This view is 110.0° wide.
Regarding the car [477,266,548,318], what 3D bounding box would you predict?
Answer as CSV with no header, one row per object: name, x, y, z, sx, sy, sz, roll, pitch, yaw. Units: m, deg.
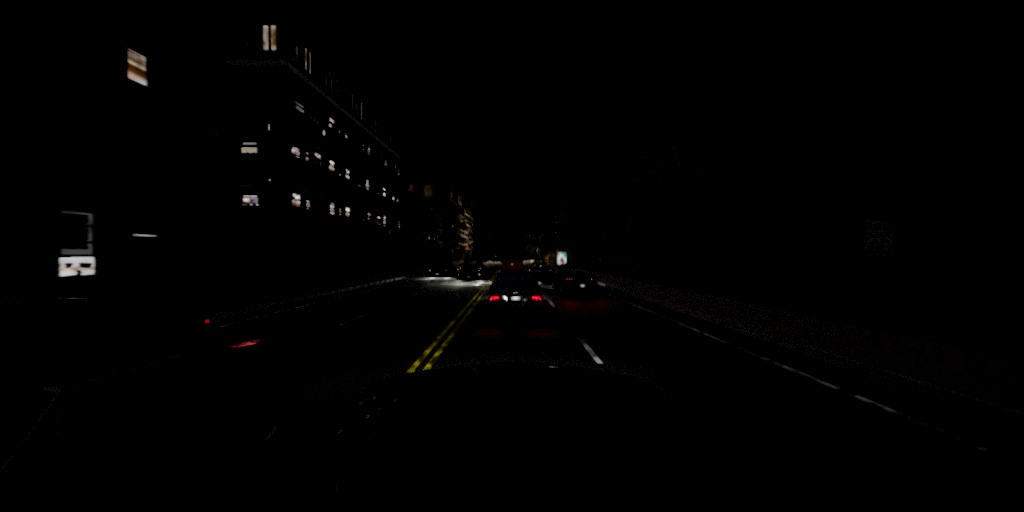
car,0.105,1.256,12.808,2.033,1.411,5.357,0,0,0

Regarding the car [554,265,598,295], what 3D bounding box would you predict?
car,3.356,1.212,19.338,1.812,1.442,4.674,0,0,0

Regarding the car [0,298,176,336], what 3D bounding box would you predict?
car,-6.601,1.284,4.488,2.033,1.411,5.357,0,0,0

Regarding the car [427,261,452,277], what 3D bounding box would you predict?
car,-6.538,1.179,34.088,2.033,1.411,5.357,0,0,1

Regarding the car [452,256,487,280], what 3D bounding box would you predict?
car,-3.315,1.000,29.745,2.097,1.767,4.553,0,0,0

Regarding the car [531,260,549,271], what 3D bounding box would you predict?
car,3.337,1.167,43.585,1.994,1.385,4.181,0,0,0

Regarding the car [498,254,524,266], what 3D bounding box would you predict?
car,0.027,0.852,36.237,2.150,2.045,5.566,0,1,0

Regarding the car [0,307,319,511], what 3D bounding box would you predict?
car,-3.352,1.347,2.252,1.895,1.301,4.718,0,0,0
